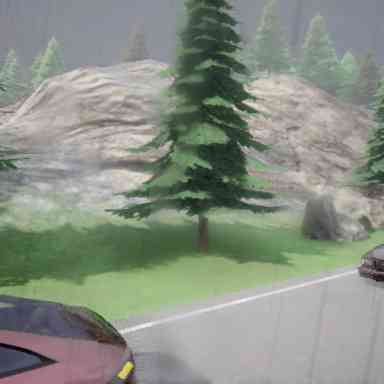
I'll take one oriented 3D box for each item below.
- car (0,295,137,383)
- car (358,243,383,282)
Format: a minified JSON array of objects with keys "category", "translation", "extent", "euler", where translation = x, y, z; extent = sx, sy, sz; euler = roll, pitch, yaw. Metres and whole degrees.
[{"category":"car","translation":[-2.462,1.533,2.261],"extent":[4.181,1.385,1.994],"euler":[0,0,-35]},{"category":"car","translation":[6.492,1.511,8.540],"extent":[5.357,1.411,2.033],"euler":[0,1,-35]}]
